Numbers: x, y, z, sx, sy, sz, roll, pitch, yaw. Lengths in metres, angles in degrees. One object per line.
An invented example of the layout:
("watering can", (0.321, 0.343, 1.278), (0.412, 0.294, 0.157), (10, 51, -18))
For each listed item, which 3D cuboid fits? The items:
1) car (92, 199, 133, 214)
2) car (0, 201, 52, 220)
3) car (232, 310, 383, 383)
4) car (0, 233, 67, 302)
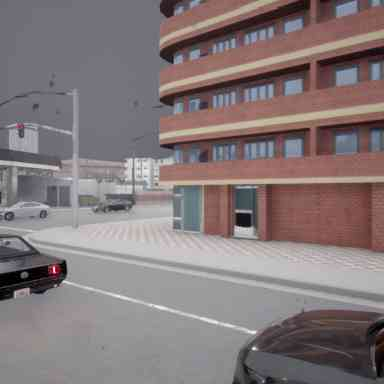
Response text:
("car", (-8.608, 1.509, 36.152), (2.128, 1.511, 4.902), (0, 0, 35))
("car", (-14.193, 1.523, 27.981), (1.812, 1.442, 4.674), (0, 0, 34))
("car", (2.600, 1.514, 2.141), (4.892, 1.490, 1.837), (0, 0, 35))
("car", (-4.982, 1.599, 7.530), (4.718, 1.301, 1.895), (0, 0, 36))
